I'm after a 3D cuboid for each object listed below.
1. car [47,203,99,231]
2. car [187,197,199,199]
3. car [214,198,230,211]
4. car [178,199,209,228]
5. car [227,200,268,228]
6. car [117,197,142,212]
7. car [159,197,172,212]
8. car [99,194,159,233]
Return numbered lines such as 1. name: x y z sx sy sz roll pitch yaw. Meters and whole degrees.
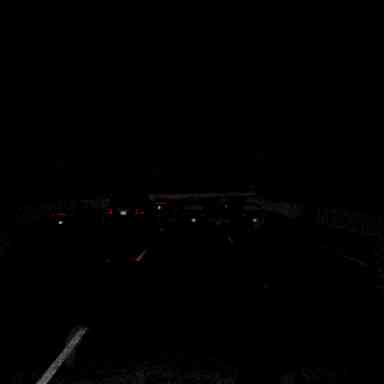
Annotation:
1. car: -6.895 1.401 19.896 2.128 1.511 4.902 0 0 0
2. car: 0.154 1.303 38.368 1.882 1.535 5.008 0 0 1
3. car: 3.632 1.353 37.862 1.812 1.442 4.674 0 0 1
4. car: 0.090 1.428 21.390 1.812 1.442 4.674 0 0 0
5. car: 3.605 1.428 21.353 1.812 1.442 4.674 0 0 0
6. car: -6.866 1.337 36.849 1.837 1.490 4.892 0 0 0
7. car: -3.366 1.337 36.852 1.837 1.490 4.892 0 0 0
8. car: -3.395 1.134 19.156 2.150 2.045 5.566 0 0 0
